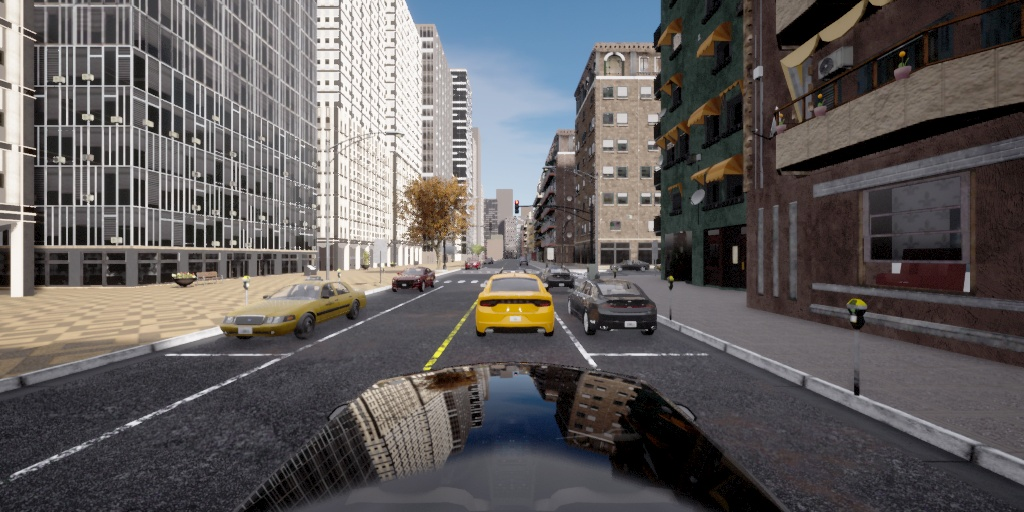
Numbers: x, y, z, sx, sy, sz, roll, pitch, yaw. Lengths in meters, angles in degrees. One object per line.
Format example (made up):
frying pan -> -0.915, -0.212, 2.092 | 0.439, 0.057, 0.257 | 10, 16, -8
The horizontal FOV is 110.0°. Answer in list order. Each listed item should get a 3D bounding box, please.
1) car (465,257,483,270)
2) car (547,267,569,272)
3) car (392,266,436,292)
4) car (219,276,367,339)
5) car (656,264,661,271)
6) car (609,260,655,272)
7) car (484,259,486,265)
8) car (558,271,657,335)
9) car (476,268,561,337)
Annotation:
car -> -5.810, 1.099, 53.702 | 2.192, 1.841, 5.009 | 0, 0, 0
car -> 2.644, 1.305, 21.333 | 2.007, 1.370, 4.403 | 0, 0, 0
car -> -5.736, 1.300, 21.314 | 1.888, 1.381, 4.507 | 0, 0, 0
car -> -5.710, 1.276, 10.079 | 1.751, 1.417, 4.829 | 0, 0, 0
car -> 18.743, 1.006, 40.841 | 4.829, 1.417, 1.751 | 0, 0, -1
car -> 13.346, 1.109, 40.774 | 4.403, 1.370, 2.007 | 0, 0, -1
car -> -5.823, 1.357, 59.225 | 1.948, 1.339, 4.313 | 0, 0, 0
car -> 2.669, 1.301, 10.268 | 2.007, 1.370, 4.403 | 0, 0, 0
car -> 0.069, 1.228, 10.360 | 1.882, 1.535, 5.008 | 0, 0, 0
